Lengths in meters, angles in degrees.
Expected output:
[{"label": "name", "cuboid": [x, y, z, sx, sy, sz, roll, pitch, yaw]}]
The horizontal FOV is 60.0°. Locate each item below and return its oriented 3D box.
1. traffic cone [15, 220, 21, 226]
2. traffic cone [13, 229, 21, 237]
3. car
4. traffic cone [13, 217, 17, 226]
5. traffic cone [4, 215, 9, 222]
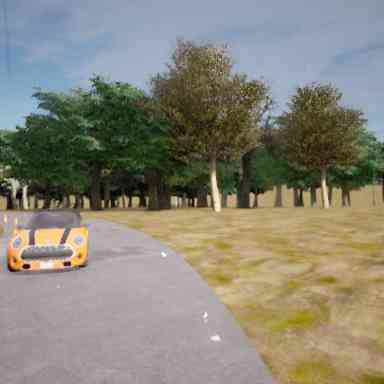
[{"label": "traffic cone", "cuboid": [-10.050, 2.039, 19.486, 0.340, 0.580, 0.340, 0, 0, -28]}, {"label": "traffic cone", "cuboid": [-8.089, 2.008, 15.195, 0.340, 0.580, 0.340, 0, 0, -22]}, {"label": "car", "cuboid": [-4.502, 1.377, 11.036, 2.097, 1.767, 4.553, 0, 0, -16]}, {"label": "traffic cone", "cuboid": [-12.448, 2.088, 23.550, 0.340, 0.580, 0.340, -1, 0, -34]}, {"label": "traffic cone", "cuboid": [-15.256, 2.156, 27.342, 0.340, 0.580, 0.340, -1, 0, -39]}]
